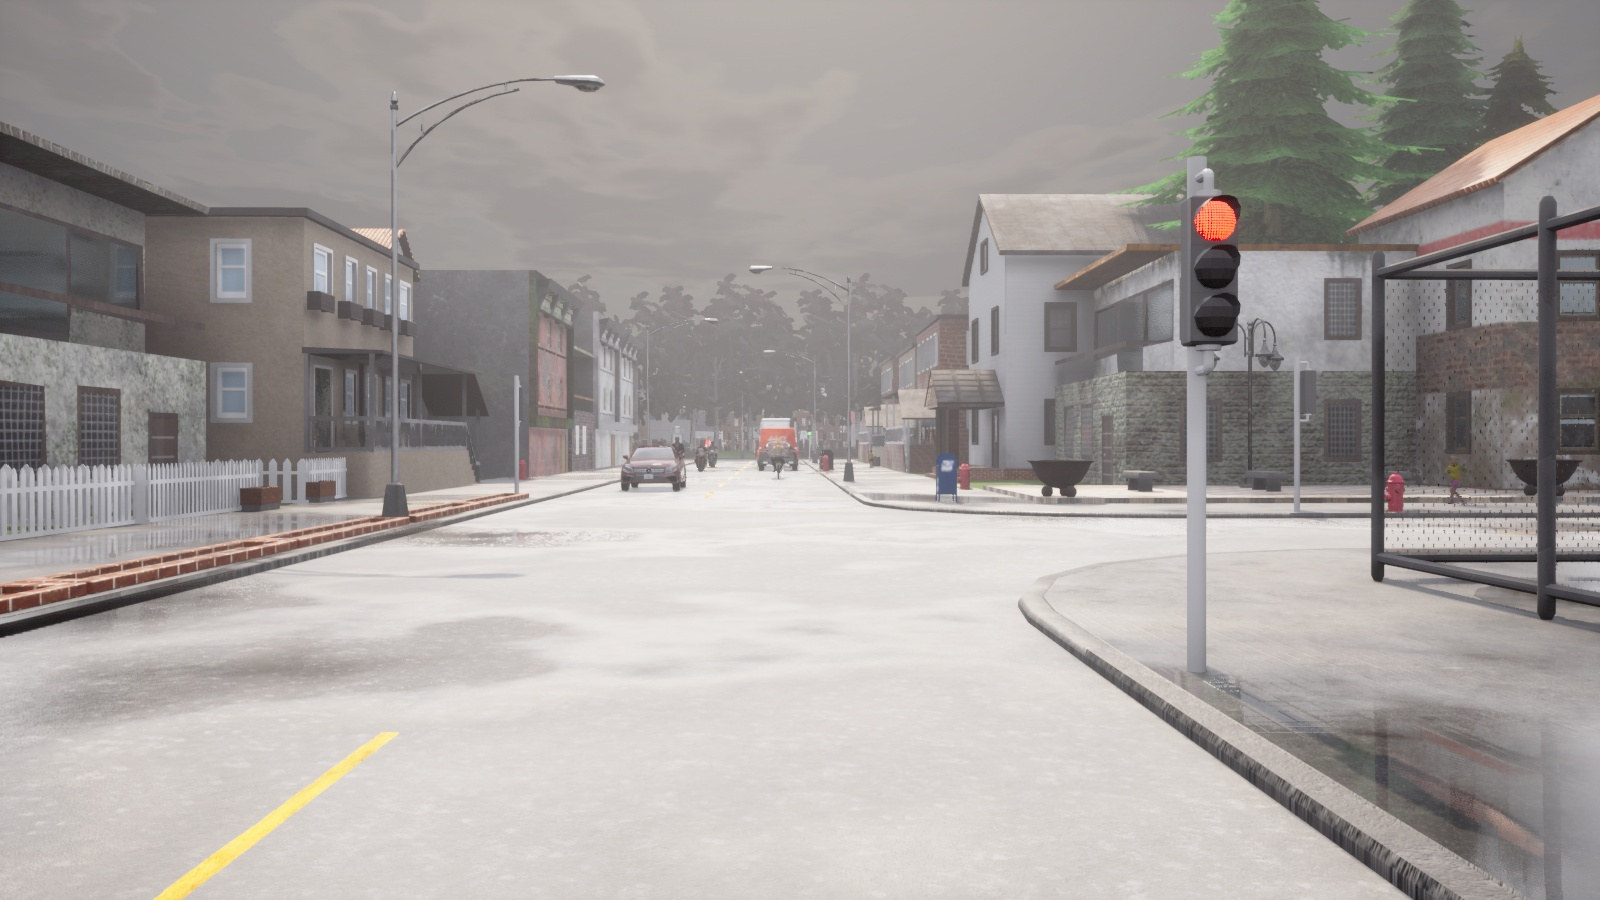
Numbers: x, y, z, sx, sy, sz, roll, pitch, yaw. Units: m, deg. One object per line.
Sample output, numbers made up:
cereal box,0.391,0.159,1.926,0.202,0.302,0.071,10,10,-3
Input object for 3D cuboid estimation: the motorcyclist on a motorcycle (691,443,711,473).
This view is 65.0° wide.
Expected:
motorcyclist on a motorcycle,-5.135,0.410,65.150,0.866,1.530,2.191,0,0,-1

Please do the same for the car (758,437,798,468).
car,-1.208,0.133,69.286,2.152,1.651,5.027,0,0,-1

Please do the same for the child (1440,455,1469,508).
child,14.333,0.686,27.486,0.473,1.160,0.299,0,0,-12

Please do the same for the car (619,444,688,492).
car,-4.706,0.538,40.827,1.812,1.442,4.674,0,0,-2

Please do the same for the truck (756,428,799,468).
truck,-1.389,-0.179,79.247,2.627,2.467,5.204,0,1,-1

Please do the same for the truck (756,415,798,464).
truck,-1.646,-0.763,93.193,2.891,3.462,7.936,0,0,0
